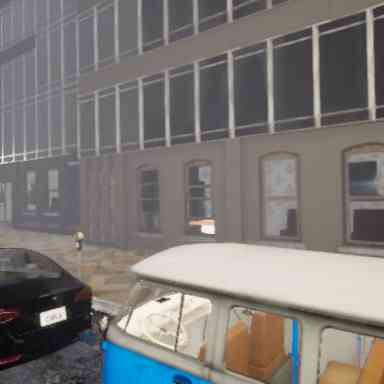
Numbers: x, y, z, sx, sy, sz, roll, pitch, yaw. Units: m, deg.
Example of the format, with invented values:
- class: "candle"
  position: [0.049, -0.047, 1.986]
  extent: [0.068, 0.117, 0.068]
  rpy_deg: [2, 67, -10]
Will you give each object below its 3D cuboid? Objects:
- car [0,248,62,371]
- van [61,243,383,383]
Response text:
- class: "car"
  position: [-3.401, 1.570, 5.316]
  extent: [4.313, 1.339, 1.947]
  rpy_deg: [0, -1, 36]
- class: "van"
  position: [1.119, 1.342, 2.099]
  extent: [3.998, 1.788, 1.690]
  rpy_deg: [0, -1, 36]
